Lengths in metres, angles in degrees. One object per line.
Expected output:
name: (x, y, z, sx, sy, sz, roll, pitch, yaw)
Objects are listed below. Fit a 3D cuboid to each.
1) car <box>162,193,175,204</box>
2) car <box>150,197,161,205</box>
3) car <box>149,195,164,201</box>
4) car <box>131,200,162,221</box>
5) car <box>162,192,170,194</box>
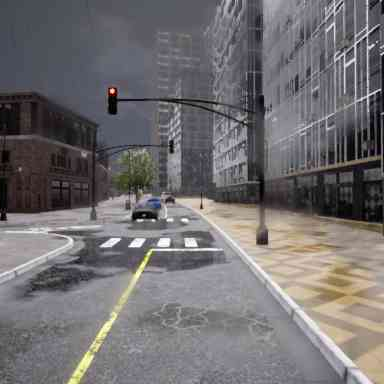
car: (-4.321, 1.499, 64.314, 1.837, 1.490, 4.892, 0, 0, -8)
car: (-6.684, 1.553, 60.379, 1.994, 1.385, 4.181, 0, 0, -7)
car: (-4.839, 1.473, 42.784, 1.882, 1.535, 5.008, 0, 0, -5)
car: (-3.686, 1.563, 26.800, 1.994, 1.385, 4.181, 0, 0, -3)
car: (-5.795, 1.045, 74.652, 2.150, 2.045, 5.566, 0, 0, -9)
